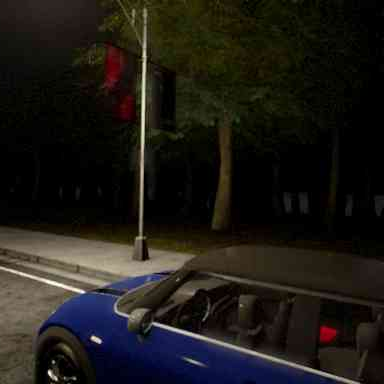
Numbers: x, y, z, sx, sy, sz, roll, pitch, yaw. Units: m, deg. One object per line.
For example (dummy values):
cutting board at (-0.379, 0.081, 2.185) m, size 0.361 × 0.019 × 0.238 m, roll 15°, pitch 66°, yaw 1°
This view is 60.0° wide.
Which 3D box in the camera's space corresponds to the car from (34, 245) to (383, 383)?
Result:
car at (0.501, 1.335, 3.199) m, size 4.553 × 1.767 × 2.097 m, roll 1°, pitch 1°, yaw 35°
